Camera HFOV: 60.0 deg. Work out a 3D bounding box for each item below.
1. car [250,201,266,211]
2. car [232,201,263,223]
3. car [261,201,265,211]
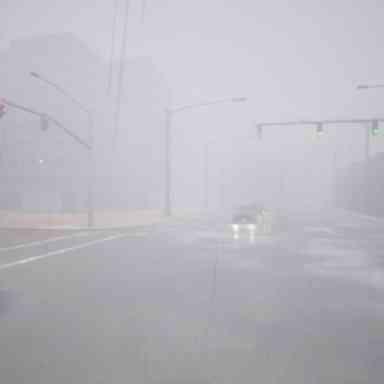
[{"bbox_3d":[9.377,1.983,47.162,1.895,1.301,4.718,0,-1,15],"label":"car"},{"bbox_3d":[4.591,1.777,28.059,2.033,1.411,5.357,0,-1,14],"label":"car"},{"bbox_3d":[6.945,1.869,37.476,1.994,1.385,4.181,0,0,14],"label":"car"}]
